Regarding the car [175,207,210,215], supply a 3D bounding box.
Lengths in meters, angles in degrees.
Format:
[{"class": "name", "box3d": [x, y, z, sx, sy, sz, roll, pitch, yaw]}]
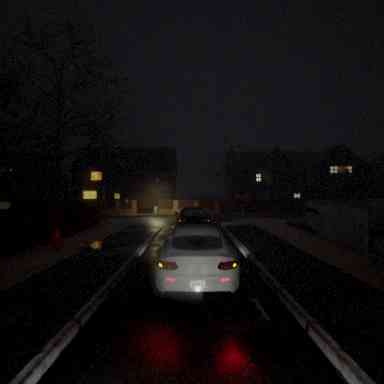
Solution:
[{"class": "car", "box3d": [0.027, 1.544, 18.587, 1.812, 1.442, 4.674, 0, 0, -2]}]

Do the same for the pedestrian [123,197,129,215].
[{"class": "pedestrian", "box3d": [-6.685, 1.391, 33.660, 0.375, 1.860, 0.375, 0, -1, 1]}]

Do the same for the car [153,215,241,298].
[{"class": "car", "box3d": [0.111, 1.534, 8.445, 1.812, 1.442, 4.674, 0, 0, 0]}]
